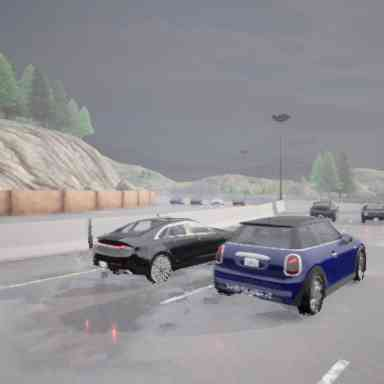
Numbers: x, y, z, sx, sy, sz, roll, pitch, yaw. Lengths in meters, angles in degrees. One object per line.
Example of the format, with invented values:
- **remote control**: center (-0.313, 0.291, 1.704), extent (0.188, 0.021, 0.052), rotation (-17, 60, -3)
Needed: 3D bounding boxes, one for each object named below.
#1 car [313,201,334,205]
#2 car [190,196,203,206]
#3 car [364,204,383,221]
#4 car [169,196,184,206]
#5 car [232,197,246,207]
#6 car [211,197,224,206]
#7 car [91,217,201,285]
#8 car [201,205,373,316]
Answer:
- **car**: center (10.395, 1.505, 26.175), extent (1.837, 1.490, 4.892), rotation (0, 0, 27)
- **car**: center (0.818, 1.467, 55.398), extent (1.882, 1.535, 5.008), rotation (0, 0, 6)
- **car**: center (13.913, 1.603, 25.335), extent (1.895, 1.301, 4.718), rotation (0, 0, 26)
- **car**: center (-2.584, 1.465, 56.338), extent (1.882, 1.535, 5.008), rotation (0, 0, 6)
- **car**: center (7.242, 1.471, 51.053), extent (1.882, 1.535, 5.008), rotation (0, 0, 9)
- **car**: center (4.134, 1.517, 53.794), extent (1.812, 1.442, 4.674), rotation (0, 0, 7)
- **car**: center (-0.507, 1.490, 9.675), extent (2.128, 1.511, 4.902), rotation (0, 0, 41)
- **car**: center (2.514, 1.351, 7.888), extent (2.097, 1.767, 4.553), rotation (0, 0, 41)
